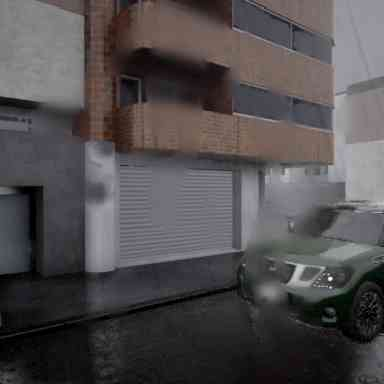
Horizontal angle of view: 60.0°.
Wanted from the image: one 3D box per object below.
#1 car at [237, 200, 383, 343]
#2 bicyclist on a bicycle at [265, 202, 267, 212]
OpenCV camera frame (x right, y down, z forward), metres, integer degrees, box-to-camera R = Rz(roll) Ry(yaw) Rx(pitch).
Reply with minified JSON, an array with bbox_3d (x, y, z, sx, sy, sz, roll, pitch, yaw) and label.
[{"bbox_3d":[3.477,1.221,6.799,5.566,2.045,2.150,0,0,-35],"label":"car"},{"bbox_3d":[7.223,1.349,34.565,1.656,1.620,0.582,0,0,-36],"label":"bicyclist on a bicycle"}]
